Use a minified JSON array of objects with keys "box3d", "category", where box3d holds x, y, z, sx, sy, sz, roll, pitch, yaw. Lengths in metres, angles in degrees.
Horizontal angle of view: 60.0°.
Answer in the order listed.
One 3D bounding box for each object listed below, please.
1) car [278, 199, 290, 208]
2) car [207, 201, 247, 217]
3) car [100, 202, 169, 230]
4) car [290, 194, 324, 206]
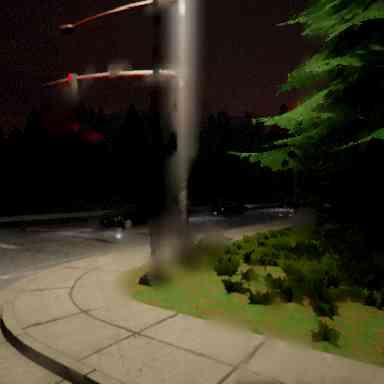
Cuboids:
[{"box3d":[13.374,1.564,44.999,1.895,1.301,4.718,0,0,37],"category":"car"},{"box3d":[3.316,1.563,31.073,1.895,1.301,4.718,0,0,35],"category":"car"},{"box3d":[-3.544,1.440,21.162,1.882,1.535,5.008,0,0,35],"category":"car"},{"box3d":[13.945,1.187,39.636,2.150,2.045,5.566,0,0,36],"category":"car"}]
